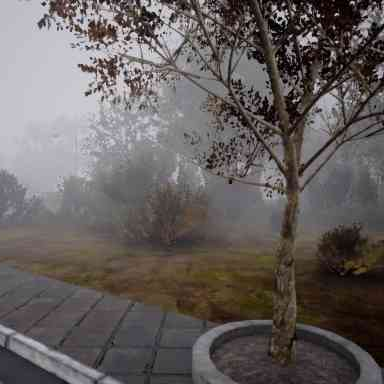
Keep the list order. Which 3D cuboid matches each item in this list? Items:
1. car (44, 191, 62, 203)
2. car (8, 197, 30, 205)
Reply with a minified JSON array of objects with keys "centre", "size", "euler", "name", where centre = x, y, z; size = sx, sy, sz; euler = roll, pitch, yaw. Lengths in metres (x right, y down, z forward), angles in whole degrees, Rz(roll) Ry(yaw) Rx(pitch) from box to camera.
[{"centre":[-18.391,0.939,41.852],"size":[2.150,2.045,5.566],"euler":[1,0,32],"name":"car"},{"centre":[-18.522,1.103,34.702],"size":[2.097,1.767,4.553],"euler":[1,0,32],"name":"car"}]
